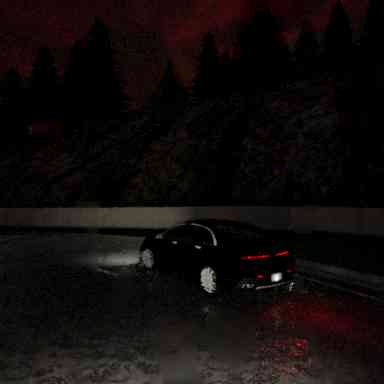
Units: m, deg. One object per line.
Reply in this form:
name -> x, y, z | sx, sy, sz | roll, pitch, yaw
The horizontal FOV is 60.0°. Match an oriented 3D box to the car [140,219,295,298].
car -> 0.327, 1.450, 8.592 | 1.837, 1.490, 4.892 | 0, -1, -34
